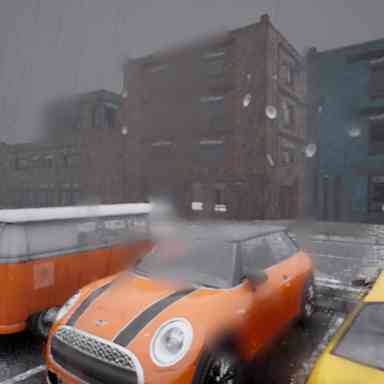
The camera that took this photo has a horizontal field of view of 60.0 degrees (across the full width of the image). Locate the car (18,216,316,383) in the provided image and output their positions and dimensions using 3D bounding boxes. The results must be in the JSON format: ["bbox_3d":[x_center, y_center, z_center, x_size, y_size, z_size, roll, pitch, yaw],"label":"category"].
[{"bbox_3d":[0.258,1.355,5.000,2.185,1.767,4.553,0,0,35],"label":"car"}]

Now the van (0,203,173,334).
[{"bbox_3d":[-1.907,1.256,6.650,1.878,1.987,4.442,0,0,35],"label":"van"}]
